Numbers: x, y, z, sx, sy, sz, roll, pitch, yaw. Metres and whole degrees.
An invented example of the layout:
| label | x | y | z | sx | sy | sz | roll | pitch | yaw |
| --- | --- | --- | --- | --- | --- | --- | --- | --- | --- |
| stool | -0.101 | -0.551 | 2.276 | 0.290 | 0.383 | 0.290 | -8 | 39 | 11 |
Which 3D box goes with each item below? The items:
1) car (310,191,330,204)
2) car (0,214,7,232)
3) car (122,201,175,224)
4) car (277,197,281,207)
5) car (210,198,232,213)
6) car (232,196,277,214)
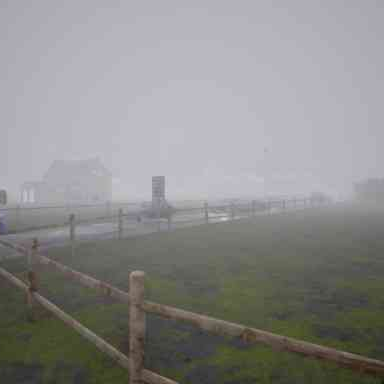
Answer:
| label | x | y | z | sx | sy | sz | roll | pitch | yaw |
| --- | --- | --- | --- | --- | --- | --- | --- | --- | --- |
| car | 21.155 | 0.933 | 54.989 | 2.150 | 2.045 | 5.566 | -1 | -1 | 34 |
| car | -11.071 | 1.462 | 14.729 | 5.008 | 1.535 | 1.882 | 0 | 0 | -41 |
| car | -3.227 | 1.415 | 24.476 | 2.128 | 1.511 | 4.902 | -1 | 0 | 34 |
| car | 10.367 | 1.323 | 44.347 | 1.837 | 1.490 | 4.892 | -1 | 0 | 34 |
| car | 3.628 | 1.379 | 34.514 | 1.837 | 1.490 | 4.892 | -1 | -1 | 34 |
| car | 6.370 | 1.394 | 33.321 | 2.033 | 1.411 | 5.357 | -1 | 0 | 34 |
